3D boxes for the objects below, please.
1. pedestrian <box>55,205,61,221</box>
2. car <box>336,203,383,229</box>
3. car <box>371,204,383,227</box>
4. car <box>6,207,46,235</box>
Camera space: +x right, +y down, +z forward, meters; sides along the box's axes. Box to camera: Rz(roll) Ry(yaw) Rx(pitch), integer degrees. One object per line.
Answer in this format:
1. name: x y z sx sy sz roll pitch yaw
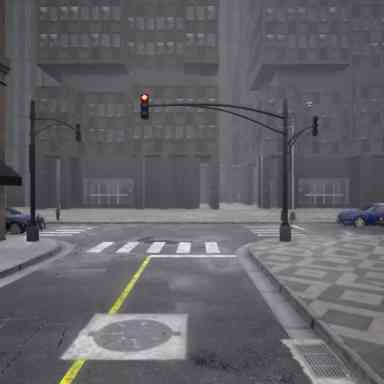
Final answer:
1. pedestrian: -9.819 1.532 24.377 0.500 1.100 0.500 0 0 1
2. car: 11.810 1.458 21.085 5.008 1.535 1.882 0 0 1
3. car: 13.012 1.526 17.873 5.357 1.411 2.033 0 0 1
4. car: -10.439 1.489 17.887 5.008 1.535 1.882 0 0 5
